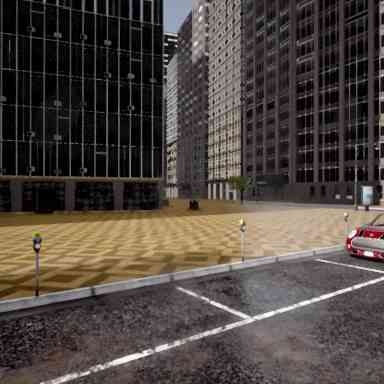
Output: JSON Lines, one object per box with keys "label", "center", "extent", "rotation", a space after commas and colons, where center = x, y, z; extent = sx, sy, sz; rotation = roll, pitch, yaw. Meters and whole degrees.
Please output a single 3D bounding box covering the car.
{"label": "car", "center": [7.229, 1.435, 11.702], "extent": [4.097, 1.590, 1.967], "rotation": [0, 0, -35]}
